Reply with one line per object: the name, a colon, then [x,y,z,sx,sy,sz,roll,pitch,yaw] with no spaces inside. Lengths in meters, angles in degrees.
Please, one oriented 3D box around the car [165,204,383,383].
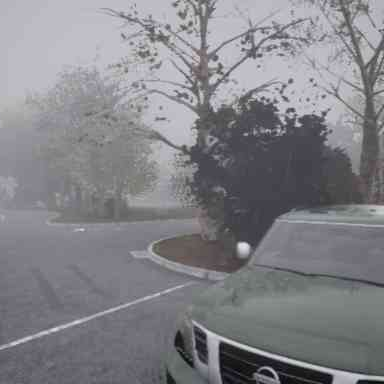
car: [2.033,1.227,4.342,2.435,2.045,5.566,0,0,35]
